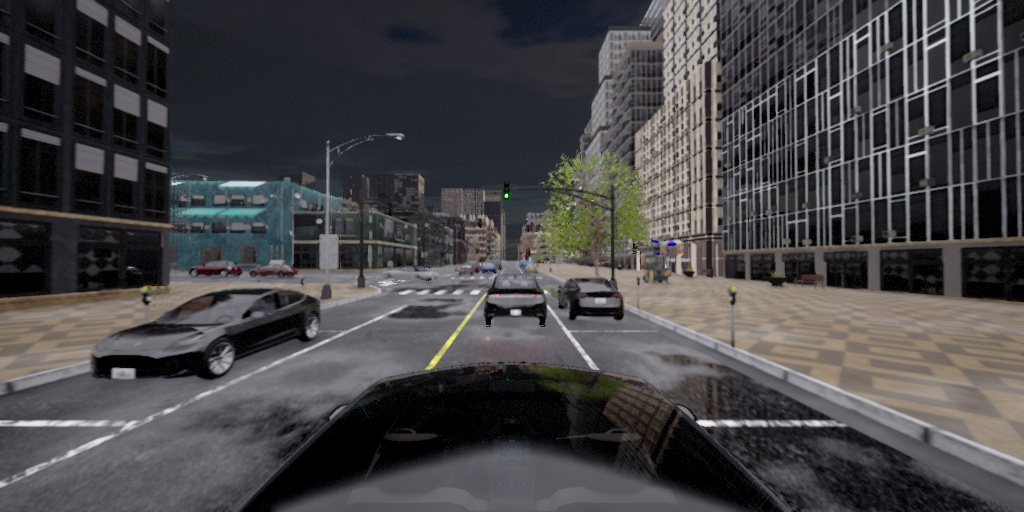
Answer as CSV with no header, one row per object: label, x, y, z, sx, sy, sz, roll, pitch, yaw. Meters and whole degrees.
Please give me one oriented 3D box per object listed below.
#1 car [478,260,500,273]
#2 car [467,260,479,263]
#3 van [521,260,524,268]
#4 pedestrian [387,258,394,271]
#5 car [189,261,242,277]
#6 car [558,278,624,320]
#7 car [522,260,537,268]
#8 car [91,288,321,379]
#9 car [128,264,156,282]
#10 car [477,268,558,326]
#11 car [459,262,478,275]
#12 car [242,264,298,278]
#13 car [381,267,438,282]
car,-3.071,1.670,48.901,1.882,1.535,5.008,0,0,0
car,-5.675,1.527,50.989,2.192,1.841,5.009,0,0,0
van,2.708,1.605,56.540,1.690,1.789,3.998,0,0,0
pedestrian,-12.738,1.122,37.457,0.375,1.860,0.375,0,-2,-1
car,-28.359,1.184,34.284,4.097,1.591,1.967,0,0,-1
car,2.694,1.421,12.961,1.948,1.339,4.313,0,0,0
car,2.706,1.737,51.159,1.751,1.417,4.829,0,0,0
car,-5.688,1.370,7.424,1.948,1.339,4.313,0,0,0
car,-28.243,1.207,25.905,4.207,1.307,1.802,0,0,-1
car,0.104,1.339,12.118,2.128,1.511,4.902,0,-1,0
car,-5.676,1.742,45.438,1.802,1.307,4.207,0,0,0
car,-22.811,1.395,34.360,4.207,1.307,1.802,0,0,-1
car,-9.011,1.586,31.555,4.718,1.301,1.895,1,-1,15
